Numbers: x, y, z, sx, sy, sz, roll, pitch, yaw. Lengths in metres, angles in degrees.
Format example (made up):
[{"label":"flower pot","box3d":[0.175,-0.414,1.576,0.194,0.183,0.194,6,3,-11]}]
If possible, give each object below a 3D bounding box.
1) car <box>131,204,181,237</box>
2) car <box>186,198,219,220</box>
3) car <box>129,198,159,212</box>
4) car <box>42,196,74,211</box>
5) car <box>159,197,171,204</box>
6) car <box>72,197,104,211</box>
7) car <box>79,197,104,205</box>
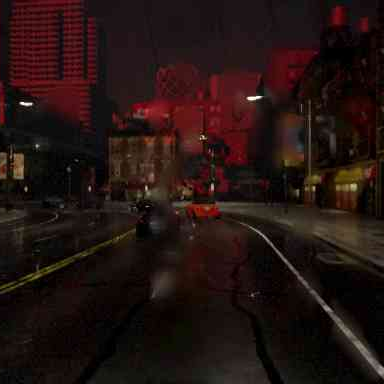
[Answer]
[{"label":"car","box3d":[-1.697,1.543,17.778,1.994,1.385,4.181,0,0,2]},{"label":"car","box3d":[0.792,1.321,28.035,2.097,1.767,4.553,0,0,-11]},{"label":"car","box3d":[-5.484,1.520,36.038,1.994,1.385,4.181,0,0,-25]},{"label":"car","box3d":[-16.617,1.441,40.253,2.128,1.511,4.902,0,0,-41]},{"label":"car","box3d":[-5.048,1.442,42.236,2.128,1.511,4.902,0,0,-32]},{"label":"car","box3d":[-12.748,1.515,40.939,1.994,1.385,4.181,0,0,-38]},{"label":"car","box3d":[-17.934,1.523,59.248,4.718,1.301,1.895,0,0,35]}]
